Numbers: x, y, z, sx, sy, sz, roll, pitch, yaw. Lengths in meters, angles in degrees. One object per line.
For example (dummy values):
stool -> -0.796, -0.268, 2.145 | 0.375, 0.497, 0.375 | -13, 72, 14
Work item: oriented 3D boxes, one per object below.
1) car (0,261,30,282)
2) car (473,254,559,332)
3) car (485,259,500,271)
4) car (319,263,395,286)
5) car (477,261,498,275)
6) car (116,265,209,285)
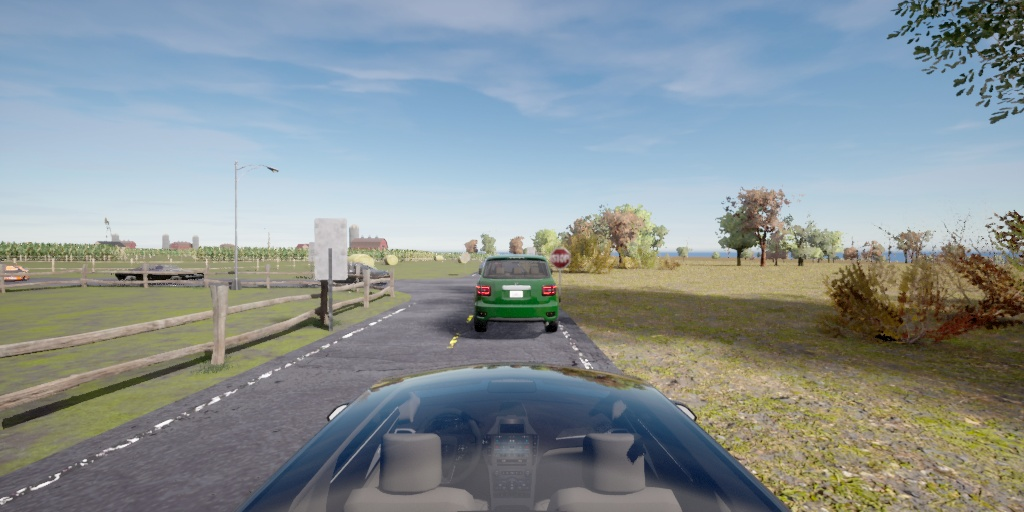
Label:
car -> -35.617, 0.890, 24.011 | 4.553, 1.767, 2.097 | 0, 1, 0
car -> 0.115, 0.974, 10.977 | 2.150, 2.045, 5.566 | 0, 0, 0
car -> -2.734, 1.271, 51.648 | 1.882, 1.535, 5.008 | 0, 0, 0
car -> -10.229, 1.226, 23.715 | 4.892, 1.490, 1.837 | 0, 0, 8
car -> -2.764, 1.327, 41.535 | 2.033, 1.411, 5.357 | 0, 0, 0
car -> -23.335, 1.226, 24.103 | 4.718, 1.301, 1.895 | 0, 1, 0
